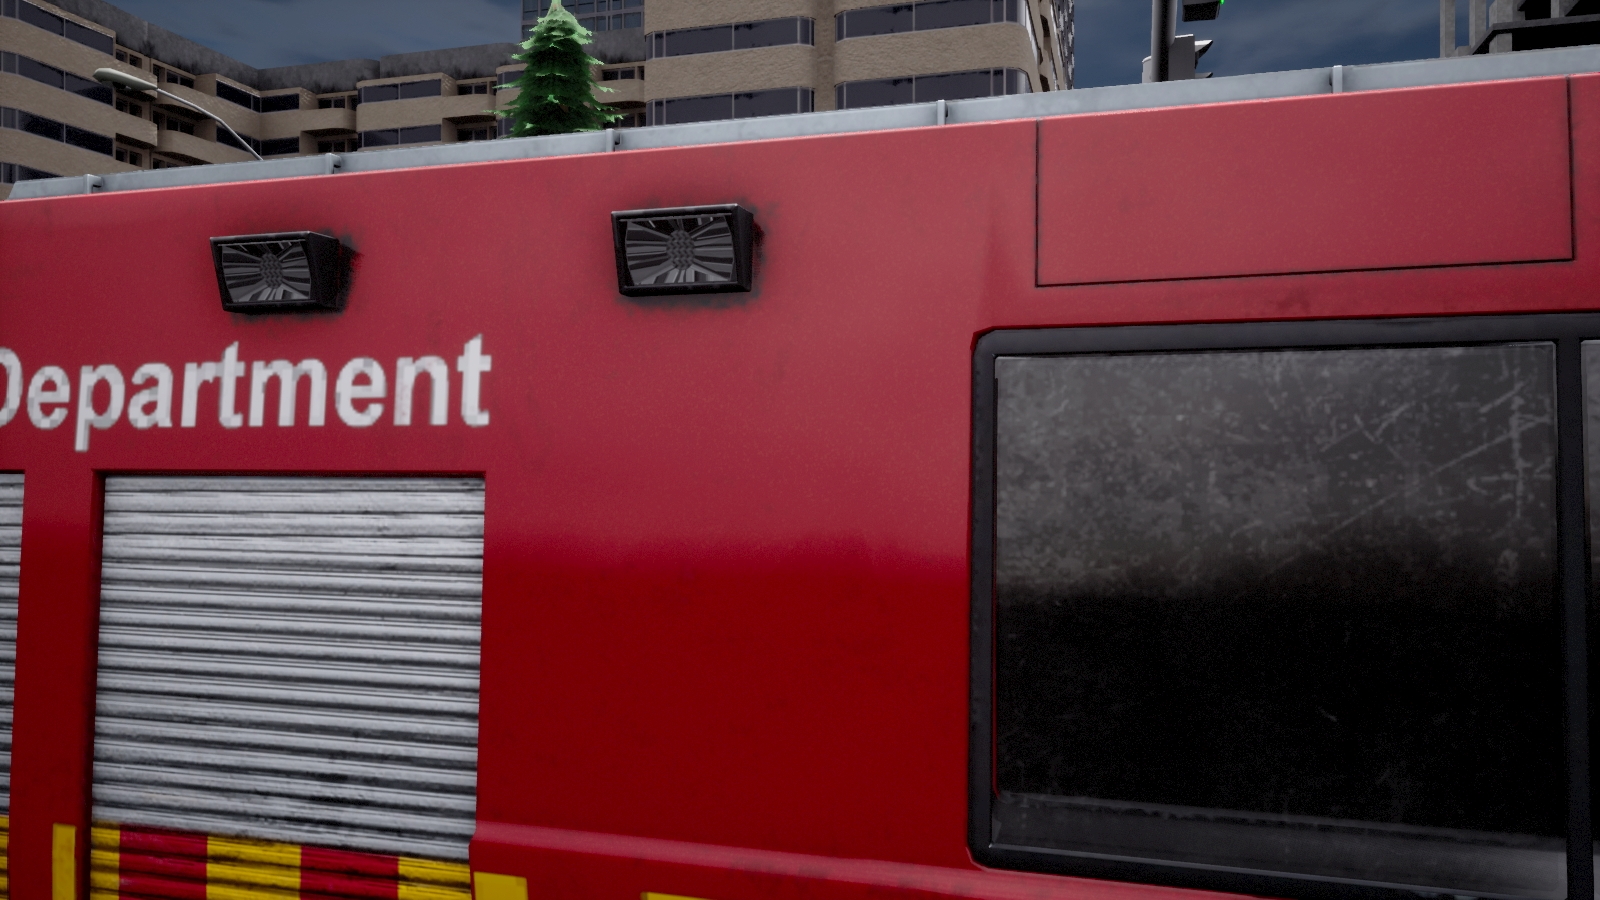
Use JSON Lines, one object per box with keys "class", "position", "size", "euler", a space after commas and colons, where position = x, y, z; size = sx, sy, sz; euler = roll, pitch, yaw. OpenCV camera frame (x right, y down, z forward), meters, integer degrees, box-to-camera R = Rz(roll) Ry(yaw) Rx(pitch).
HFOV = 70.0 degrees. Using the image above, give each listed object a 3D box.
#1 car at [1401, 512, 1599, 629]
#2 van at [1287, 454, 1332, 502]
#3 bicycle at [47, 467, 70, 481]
{"class": "car", "position": [12.484, 2.037, 20.491], "size": [2.038, 1.542, 4.974], "euler": [0, 0, 16]}
{"class": "van", "position": [28.907, 1.533, 64.973], "size": [1.988, 2.561, 5.915], "euler": [0, 0, 20]}
{"class": "bicycle", "position": [-65.142, 2.102, 100.377], "size": [1.487, 1.276, 0.859], "euler": [0, 0, 15]}
